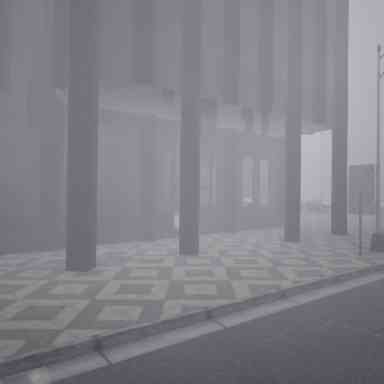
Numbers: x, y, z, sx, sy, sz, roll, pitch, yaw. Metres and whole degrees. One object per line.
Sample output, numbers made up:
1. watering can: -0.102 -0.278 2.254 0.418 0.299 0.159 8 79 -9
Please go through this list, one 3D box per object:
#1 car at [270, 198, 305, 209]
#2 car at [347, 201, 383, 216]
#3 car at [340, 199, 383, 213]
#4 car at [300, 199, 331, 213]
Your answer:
1. car: 13.484 1.553 47.204 1.887 1.381 4.507 1 -1 -36
2. car: 16.091 1.437 28.961 1.752 1.417 4.829 1 -1 -36
3. car: 19.782 1.580 38.433 2.008 1.369 4.403 1 -1 -36
4. car: 12.900 1.444 33.404 1.887 1.381 4.507 1 -1 -36
